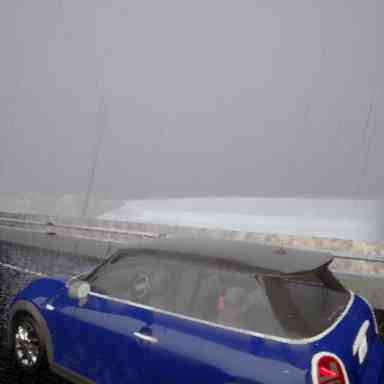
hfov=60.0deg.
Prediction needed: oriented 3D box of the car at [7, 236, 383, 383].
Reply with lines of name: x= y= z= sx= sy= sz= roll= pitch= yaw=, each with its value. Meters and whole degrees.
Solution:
car: x=-0.278 y=1.345 z=4.070 sx=4.553 sy=1.767 sz=2.097 roll=0 pitch=0 yaw=36
